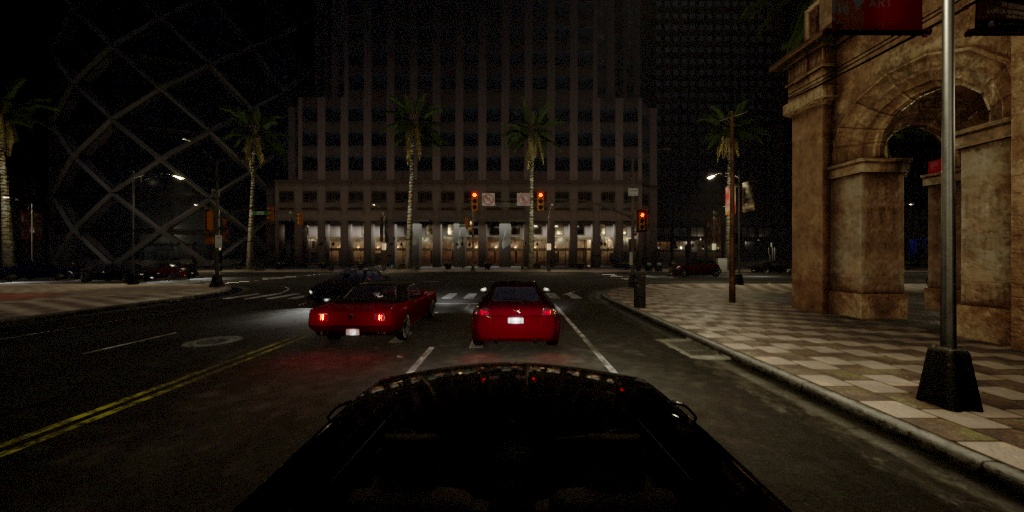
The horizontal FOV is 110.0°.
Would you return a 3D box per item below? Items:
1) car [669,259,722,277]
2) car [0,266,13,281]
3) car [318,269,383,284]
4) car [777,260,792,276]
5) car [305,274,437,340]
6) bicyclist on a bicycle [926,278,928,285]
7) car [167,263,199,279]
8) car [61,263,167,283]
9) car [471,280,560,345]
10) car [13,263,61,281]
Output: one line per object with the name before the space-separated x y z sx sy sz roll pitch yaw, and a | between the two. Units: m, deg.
car | 17.817 1.102 35.066 4.553 1.767 2.097 0 0 0
car | -39.865 1.314 25.639 4.181 1.385 1.994 0 0 -23
car | -7.117 1.297 16.459 2.033 1.411 5.357 0 0 1
car | 29.430 1.240 35.030 4.902 1.511 2.128 0 0 0
car | -3.417 1.351 9.939 1.895 1.301 4.718 0 0 0
bicyclist on a bicycle | 24.678 1.051 20.563 0.582 1.620 1.656 0 0 0
car | -29.905 1.314 31.145 4.181 1.385 1.994 0 0 -4
car | -30.710 1.298 27.800 5.357 1.411 2.033 0 0 -3
car | 0.082 1.314 9.476 1.994 1.385 4.181 0 0 0
car | -38.795 1.276 29.718 4.674 1.442 1.812 0 0 -18
